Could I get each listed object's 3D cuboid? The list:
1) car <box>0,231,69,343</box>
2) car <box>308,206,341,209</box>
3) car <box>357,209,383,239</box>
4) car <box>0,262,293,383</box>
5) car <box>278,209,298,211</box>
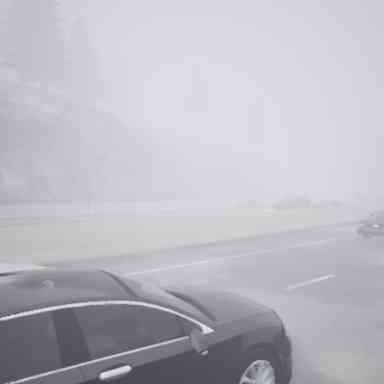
[{"bbox_3d":[-4.490,1.540,4.943,4.674,1.442,1.812,0,0,-35],"label":"car"},{"bbox_3d":[14.751,1.586,35.809,2.033,1.411,5.357,0,0,43],"label":"car"},{"bbox_3d":[10.043,1.561,16.422,5.357,1.411,2.033,0,0,-41],"label":"car"},{"bbox_3d":[-1.097,1.512,3.076,4.892,1.490,1.837,0,0,-36],"label":"car"},{"bbox_3d":[11.634,1.263,37.626,2.150,2.045,5.566,0,0,43],"label":"car"}]
